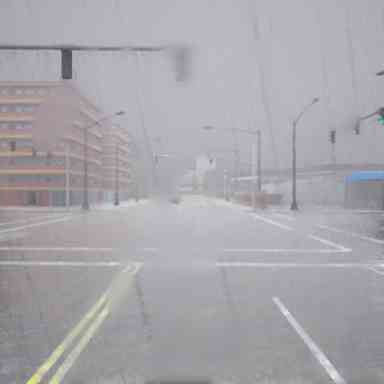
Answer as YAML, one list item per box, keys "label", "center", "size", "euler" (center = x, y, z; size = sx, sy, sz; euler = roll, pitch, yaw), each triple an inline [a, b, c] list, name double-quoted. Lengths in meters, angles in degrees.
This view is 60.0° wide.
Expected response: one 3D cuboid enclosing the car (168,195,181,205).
- label: "car"
  center: [-3.507, 1.701, 62.380]
  size: [1.895, 1.301, 4.718]
  euler: [0, 0, 1]
